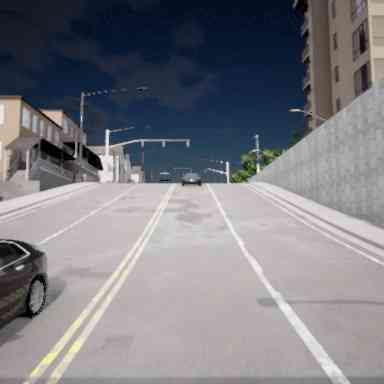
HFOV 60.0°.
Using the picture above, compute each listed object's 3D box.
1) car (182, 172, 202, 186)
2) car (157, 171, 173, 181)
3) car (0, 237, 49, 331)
[{"bbox_3d":[-0.013,-1.342,33.524,1.994,1.385,4.181,0,5,0],"label":"car"},{"bbox_3d":[-3.608,-2.075,44.801,1.882,1.535,5.008,0,-2,0],"label":"car"},{"bbox_3d":[-3.608,1.464,4.405,1.837,1.490,4.892,0,2,0],"label":"car"}]
